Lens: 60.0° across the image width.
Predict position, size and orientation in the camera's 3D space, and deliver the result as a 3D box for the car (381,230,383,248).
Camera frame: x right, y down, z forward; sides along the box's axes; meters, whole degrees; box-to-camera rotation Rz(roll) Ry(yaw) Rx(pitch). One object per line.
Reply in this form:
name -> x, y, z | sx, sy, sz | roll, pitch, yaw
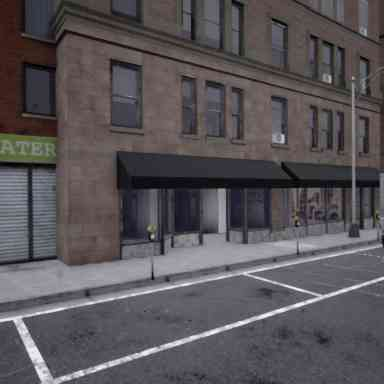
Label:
car -> 9.185, 1.536, 13.088 | 4.507, 1.381, 1.887 | 0, -1, -35
